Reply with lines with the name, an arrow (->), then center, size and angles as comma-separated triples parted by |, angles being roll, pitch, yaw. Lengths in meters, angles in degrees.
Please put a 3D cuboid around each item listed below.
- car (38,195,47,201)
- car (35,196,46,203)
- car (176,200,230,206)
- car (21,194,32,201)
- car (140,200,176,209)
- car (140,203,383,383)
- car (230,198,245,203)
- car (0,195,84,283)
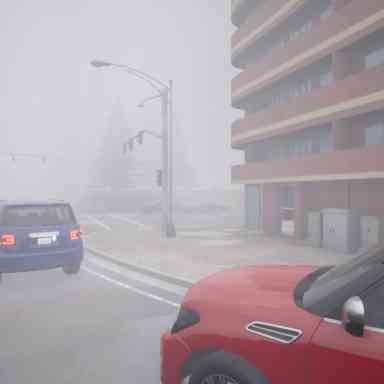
car -> -37.135, 1.478, 82.625 | 1.882, 1.535, 5.008 | 0, 0, -23
car -> -31.059, 1.540, 68.243 | 2.033, 1.411, 5.357 | 0, 0, -23
car -> 1.142, 1.656, 34.270 | 4.718, 1.301, 1.895 | 0, 0, -22
car -> -40.312, 1.355, 81.153 | 2.097, 1.767, 4.553 | 0, 0, -23
car -> -3.311, 1.581, 36.195 | 4.674, 1.442, 1.812 | 0, 0, -22
car -> 2.322, 1.221, 2.472 | 5.566, 2.045, 2.150 | 0, 0, 36
car -> 5.222, 1.533, 39.747 | 5.008, 1.535, 1.882 | 0, 0, -22
car -> -4.965, 1.221, 9.841 | 2.150, 2.045, 5.566 | 0, 0, -36
